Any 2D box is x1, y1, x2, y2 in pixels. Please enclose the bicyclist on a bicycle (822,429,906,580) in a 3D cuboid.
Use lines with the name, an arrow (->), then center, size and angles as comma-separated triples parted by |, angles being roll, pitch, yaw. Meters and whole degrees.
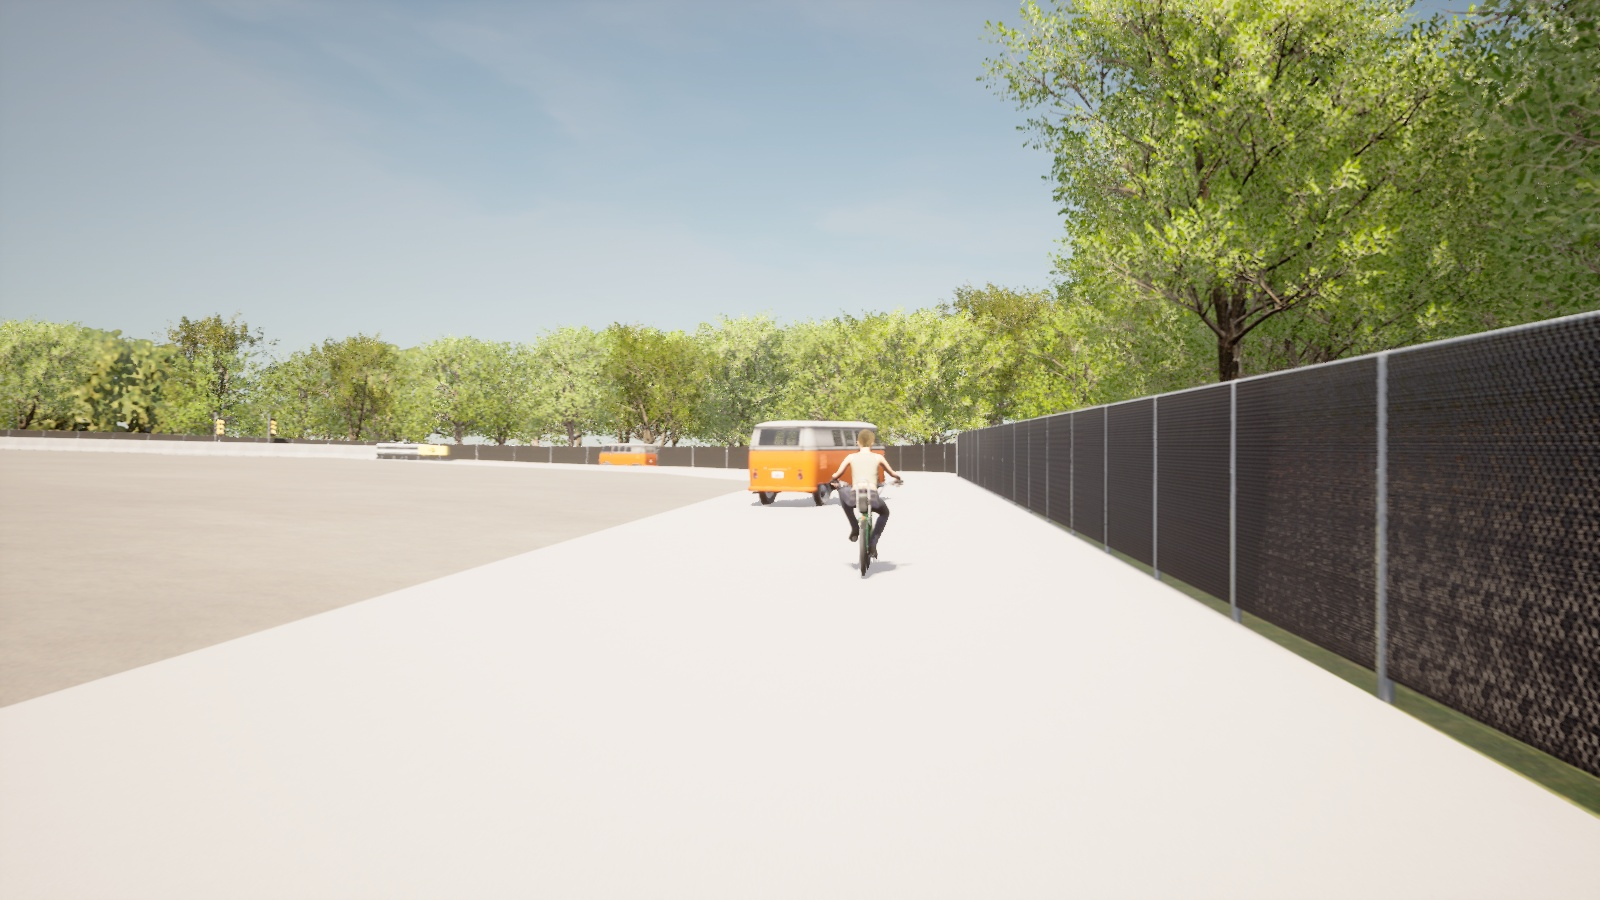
bicyclist on a bicycle -> 0.747, 0.579, 14.205 | 0.866, 1.612, 1.509 | 0, 0, 6

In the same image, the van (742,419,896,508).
van -> 0.548, 0.292, 30.313 | 1.775, 1.987, 4.442 | 0, 0, 30

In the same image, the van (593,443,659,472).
van -> -12.593, 0.529, 90.877 | 4.442, 1.987, 1.775 | 0, -1, 27
